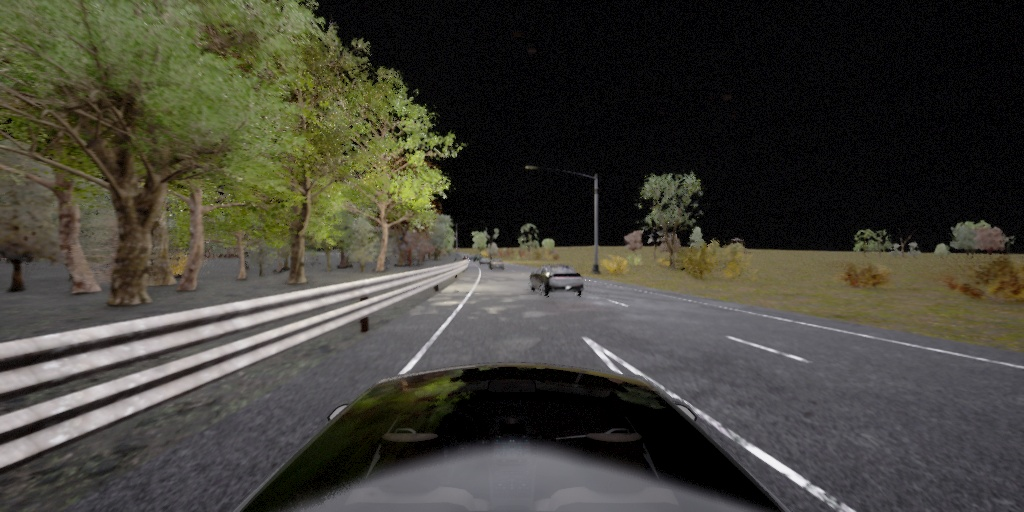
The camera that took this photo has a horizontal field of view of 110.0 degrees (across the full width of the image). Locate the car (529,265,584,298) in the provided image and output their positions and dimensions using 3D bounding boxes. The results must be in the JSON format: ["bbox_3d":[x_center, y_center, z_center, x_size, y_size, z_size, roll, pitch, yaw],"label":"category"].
[{"bbox_3d":[2.135,1.179,18.216,2.128,1.511,4.902,0,0,-8],"label":"car"}]

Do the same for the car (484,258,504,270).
[{"bbox_3d":[-2.184,1.054,47.909,2.128,1.511,4.902,0,0,-8],"label":"car"}]
